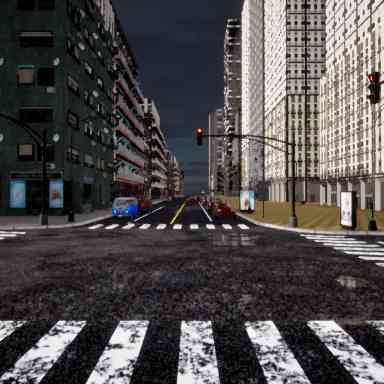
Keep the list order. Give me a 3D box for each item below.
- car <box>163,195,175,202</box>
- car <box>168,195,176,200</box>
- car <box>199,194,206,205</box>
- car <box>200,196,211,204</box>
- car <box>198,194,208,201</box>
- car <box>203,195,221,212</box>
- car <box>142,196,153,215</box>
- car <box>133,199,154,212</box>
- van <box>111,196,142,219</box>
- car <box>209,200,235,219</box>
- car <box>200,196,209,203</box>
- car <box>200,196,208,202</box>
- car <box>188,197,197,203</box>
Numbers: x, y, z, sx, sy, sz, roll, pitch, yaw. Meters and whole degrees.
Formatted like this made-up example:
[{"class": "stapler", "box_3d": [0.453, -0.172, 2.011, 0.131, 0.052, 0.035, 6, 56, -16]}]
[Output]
[{"class": "car", "box_3d": [-5.649, 1.494, 78.159, 1.967, 1.590, 4.097, 0, 0, 0]}, {"class": "car", "box_3d": [-5.643, 1.643, 94.742, 1.947, 1.339, 4.313, 0, 0, 0]}, {"class": "car", "box_3d": [2.722, 1.470, 56.044, 1.967, 1.590, 4.097, 0, 0, 0]}, {"class": "car", "box_3d": [2.726, 1.592, 67.100, 2.008, 1.369, 4.403, 0, 0, 0]}, {"class": "car", "box_3d": [2.734, 1.376, 83.683, 2.192, 1.841, 5.009, 0, 0, 0]}, {"class": "car", "box_3d": [2.715, 1.457, 39.462, 1.967, 1.590, 4.097, 0, 0, 0]}, {"class": "car", "box_3d": [-5.667, 1.329, 33.939, 2.192, 1.841, 5.009, 0, 0, 0]}, {"class": "car", "box_3d": [-5.667, 1.562, 39.467, 1.887, 1.381, 4.507, 0, 0, 0]}, {"class": "van", "box_3d": [-5.670, 1.352, 28.411, 1.690, 1.788, 3.998, 0, 0, 0]}, {"class": "car", "box_3d": [2.709, 1.592, 28.406, 1.802, 1.307, 4.206, 0, 0, 0]}, {"class": "car", "box_3d": [2.728, 1.592, 72.627, 1.887, 1.381, 4.507, 0, 0, 0]}, {"class": "car", "box_3d": [2.730, 1.636, 78.155, 1.802, 1.307, 4.206, 0, 0, 0]}, {"class": "car", "box_3d": [0.129, 1.645, 69.709, 1.895, 1.301, 4.718, 0, 0, 0]}]
